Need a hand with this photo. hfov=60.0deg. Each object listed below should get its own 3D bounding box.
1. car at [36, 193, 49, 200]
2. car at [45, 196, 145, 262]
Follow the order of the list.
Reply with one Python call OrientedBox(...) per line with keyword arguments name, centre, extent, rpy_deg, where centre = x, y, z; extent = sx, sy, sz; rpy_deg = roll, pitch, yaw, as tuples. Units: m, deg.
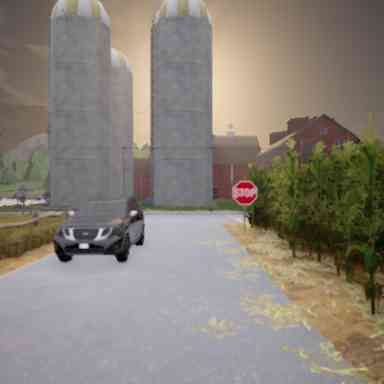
OrientedBox(name="car", centre=(-37.100, 1.224, 83.539), extent=(3.866, 1.878, 1.905), rpy_deg=(0, 0, 0))
OrientedBox(name="car", centre=(-3.131, 1.232, 12.529), extent=(2.150, 2.045, 5.566), rpy_deg=(0, 0, 1))
